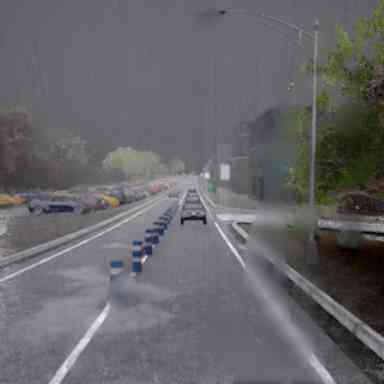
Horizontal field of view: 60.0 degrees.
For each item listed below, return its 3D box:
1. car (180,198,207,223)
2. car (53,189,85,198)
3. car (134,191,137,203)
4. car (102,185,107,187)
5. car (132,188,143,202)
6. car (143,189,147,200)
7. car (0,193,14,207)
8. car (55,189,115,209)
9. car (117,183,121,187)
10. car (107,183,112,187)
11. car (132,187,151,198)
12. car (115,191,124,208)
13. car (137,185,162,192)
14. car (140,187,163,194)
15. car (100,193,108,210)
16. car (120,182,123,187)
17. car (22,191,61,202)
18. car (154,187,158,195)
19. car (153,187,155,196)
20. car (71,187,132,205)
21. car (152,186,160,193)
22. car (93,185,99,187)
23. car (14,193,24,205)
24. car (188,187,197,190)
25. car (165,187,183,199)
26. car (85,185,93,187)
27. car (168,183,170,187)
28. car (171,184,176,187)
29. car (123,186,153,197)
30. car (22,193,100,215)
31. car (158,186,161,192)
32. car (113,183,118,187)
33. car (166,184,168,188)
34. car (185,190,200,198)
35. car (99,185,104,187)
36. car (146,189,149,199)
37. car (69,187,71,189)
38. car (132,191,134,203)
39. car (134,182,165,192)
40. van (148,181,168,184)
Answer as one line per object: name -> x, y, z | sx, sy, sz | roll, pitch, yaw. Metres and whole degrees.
car -> 0.103, 1.428, 24.219 | 2.033, 1.411, 5.357 | 0, 1, 0
car -> -22.810, 0.332, 61.850 | 5.008, 1.535, 2.097 | 0, 2, 1
car -> -9.876, 0.913, 42.394 | 4.792, 1.488, 2.163 | 0, 1, 1
car -> -22.858, -0.316, 75.900 | 5.366, 1.575, 1.946 | 0, 3, 1
car -> -9.822, 0.644, 47.971 | 4.553, 1.767, 2.185 | 0, 1, 1
car -> -9.798, 0.728, 50.762 | 4.792, 1.488, 2.163 | 0, 2, 1
car -> -23.223, 0.943, 36.886 | 5.366, 1.575, 1.946 | 0, 1, 1
car -> -10.040, 0.858, 31.253 | 4.553, 1.767, 2.185 | 0, 0, 1
car -> -22.548, -1.022, 89.805 | 5.008, 1.535, 2.097 | 0, 3, 1
car -> -22.619, -0.706, 78.667 | 5.566, 2.045, 2.435 | 0, 3, 1
car -> -9.806, 0.408, 56.330 | 4.553, 1.767, 2.185 | 0, 2, 1
car -> -9.978, 0.973, 34.032 | 5.008, 1.535, 2.097 | 0, 1, 1
car -> -9.617, -0.127, 73.039 | 4.674, 1.452, 2.002 | 0, 3, 1
car -> -9.562, -0.450, 78.596 | 5.008, 1.535, 2.097 | 0, 3, 1
car -> -10.065, 1.017, 28.467 | 4.792, 1.488, 2.163 | 0, 0, 1
car -> -22.524, -1.163, 92.587 | 4.892, 1.521, 2.231 | 0, 3, 1
car -> -22.901, 0.694, 50.832 | 4.892, 1.521, 2.231 | 0, 1, 1
car -> -9.691, 0.220, 64.685 | 5.008, 1.535, 2.097 | 0, 2, 1
car -> -9.726, 0.373, 61.899 | 4.674, 1.452, 2.002 | 0, 2, 1
car -> -9.986, 0.701, 36.824 | 5.566, 2.045, 2.435 | 0, 1, 1
car -> -9.666, 0.099, 67.471 | 5.008, 1.535, 2.097 | 0, 3, 1
car -> -22.757, -0.154, 70.207 | 4.553, 1.767, 2.185 | 0, 3, 1
car -> -23.197, 0.914, 39.681 | 5.366, 1.575, 1.946 | 0, 1, 1
car -> 0.030, -0.416, 76.915 | 1.882, 1.535, 5.008 | 0, 3, 0
car -> -3.280, 0.412, 59.717 | 2.033, 1.411, 5.357 | 0, 2, 1
car -> -22.807, -0.031, 64.626 | 5.566, 2.045, 2.435 | 0, 2, 1
car -> -9.443, -1.159, 92.494 | 5.008, 1.535, 2.097 | 0, 3, 1
car -> -3.223, -0.319, 75.505 | 1.837, 1.490, 4.892 | 0, 3, 0
car -> -9.781, 0.312, 59.108 | 4.553, 1.767, 2.185 | 0, 2, 1
car -> -10.032, 1.020, 25.683 | 4.792, 1.488, 2.163 | 0, 0, 1
car -> -9.616, 0.000, 70.256 | 4.792, 1.488, 2.163 | 0, 3, 1
car -> -22.572, -0.839, 87.026 | 4.674, 1.452, 2.002 | 0, 3, 1
car -> -9.496, -0.873, 86.935 | 4.892, 1.521, 2.231 | 0, 3, 1
car -> 0.103, 0.870, 42.788 | 2.128, 1.511, 4.902 | 0, 2, 0
car -> -22.695, -0.166, 72.994 | 5.008, 1.535, 2.097 | 0, 3, 1
car -> -9.830, 0.650, 53.549 | 4.792, 1.488, 2.163 | 0, 2, 1
car -> -22.645, 0.434, 59.060 | 5.366, 1.575, 1.946 | 0, 2, 1
car -> -9.925, 0.924, 39.615 | 4.892, 1.521, 2.231 | 0, 1, 1
car -> -9.622, -0.559, 75.804 | 5.566, 2.045, 2.435 | 0, 3, 1
van -> -9.580, -1.241, 89.704 | 4.442, 1.987, 1.878 | 0, 3, 1
